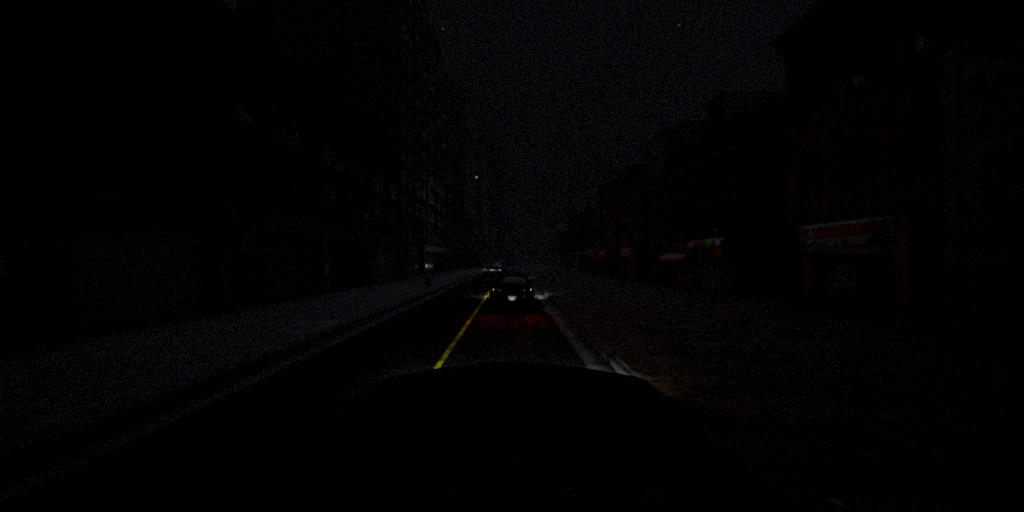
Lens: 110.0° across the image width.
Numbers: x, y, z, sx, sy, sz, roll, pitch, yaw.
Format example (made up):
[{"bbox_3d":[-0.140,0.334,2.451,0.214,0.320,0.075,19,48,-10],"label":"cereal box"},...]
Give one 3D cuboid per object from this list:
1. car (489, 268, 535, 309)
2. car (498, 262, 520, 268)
[{"bbox_3d":[0.015,1.419,15.737,1.812,1.442,4.674,0,0,0],"label":"car"},{"bbox_3d":[0.009,1.503,31.089,1.882,1.535,5.008,0,0,0],"label":"car"}]
